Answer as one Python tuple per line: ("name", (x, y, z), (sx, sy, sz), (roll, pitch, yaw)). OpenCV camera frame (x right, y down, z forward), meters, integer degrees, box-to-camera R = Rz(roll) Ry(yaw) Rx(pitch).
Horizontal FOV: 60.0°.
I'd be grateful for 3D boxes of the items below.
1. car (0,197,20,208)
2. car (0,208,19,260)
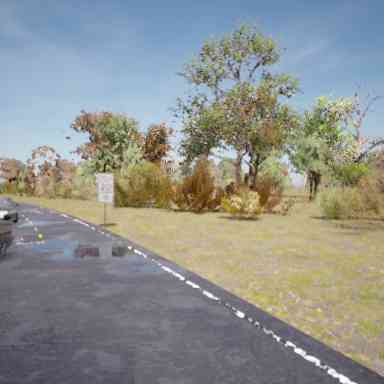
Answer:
("car", (-12.118, 1.086, 21.030), (2.128, 1.511, 4.902), (0, 1, -31))
("car", (-6.446, 1.365, 8.626), (2.033, 1.411, 5.357), (1, 1, -8))
